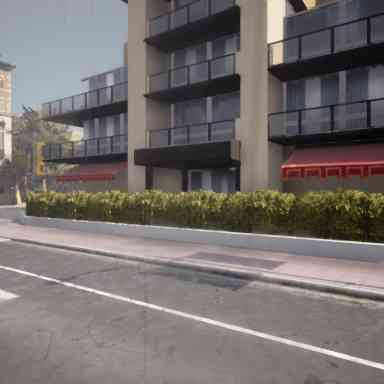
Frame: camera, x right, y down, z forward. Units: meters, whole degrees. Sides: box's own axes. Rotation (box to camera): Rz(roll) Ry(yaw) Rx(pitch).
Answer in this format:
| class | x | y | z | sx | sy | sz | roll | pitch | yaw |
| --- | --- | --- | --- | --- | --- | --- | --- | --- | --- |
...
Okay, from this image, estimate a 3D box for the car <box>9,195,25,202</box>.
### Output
| class | x | y | z | sx | sy | sz | roll | pitch | yaw |
| --- | --- | --- | --- | --- | --- | --- | --- | --- | --- |
| car | -40.135 | 1.481 | 73.993 | 4.892 | 1.521 | 2.231 | 0 | 0 | 35 |
